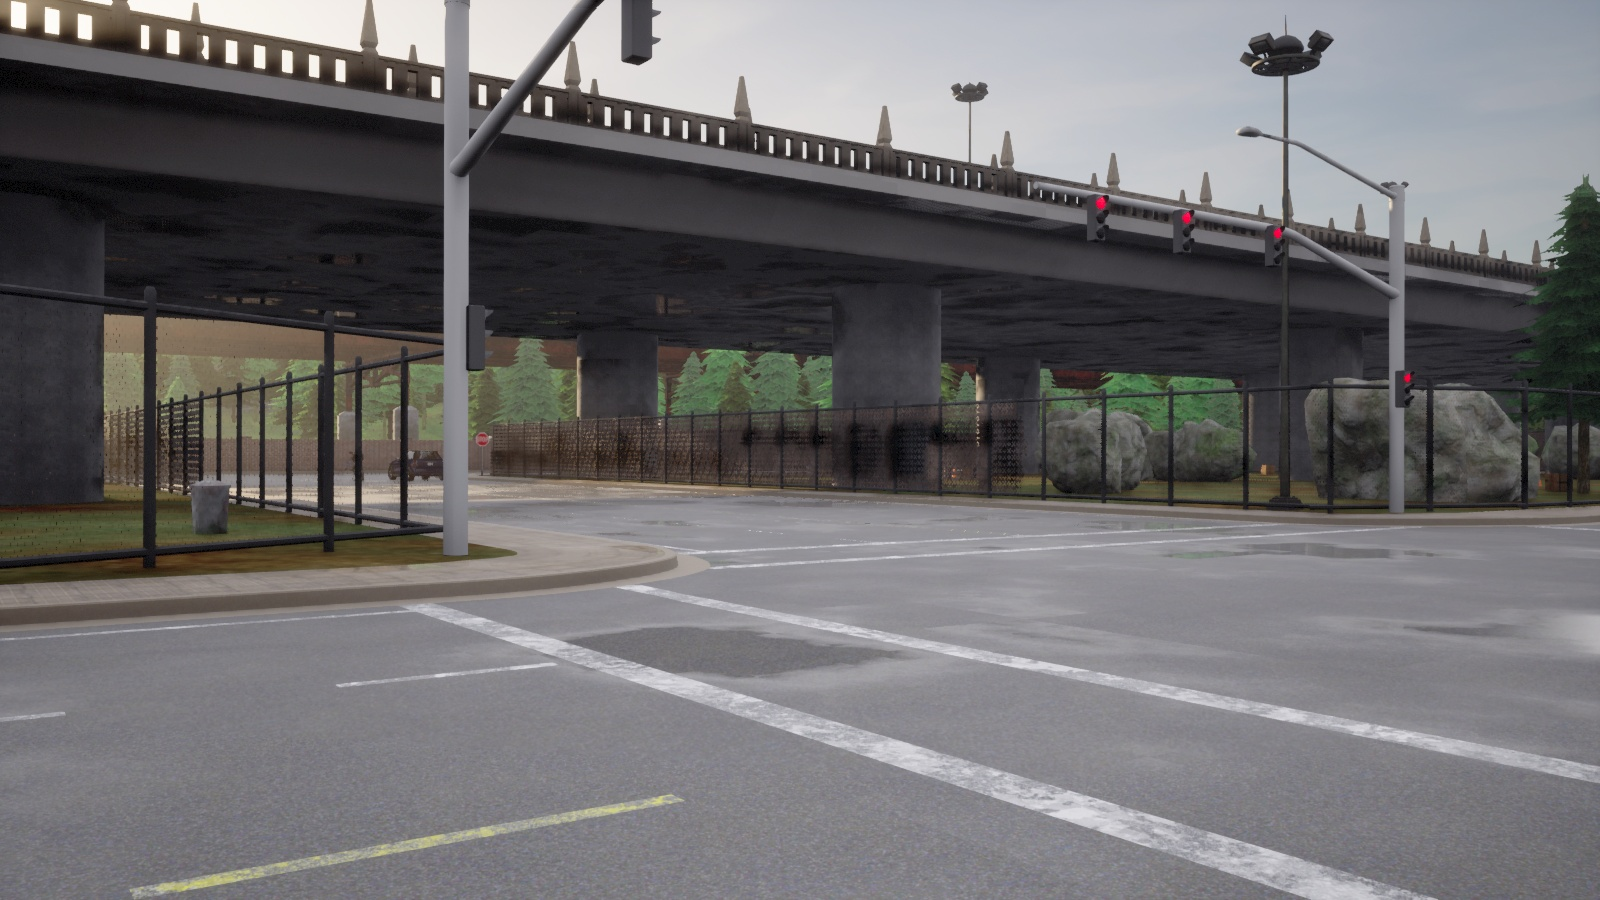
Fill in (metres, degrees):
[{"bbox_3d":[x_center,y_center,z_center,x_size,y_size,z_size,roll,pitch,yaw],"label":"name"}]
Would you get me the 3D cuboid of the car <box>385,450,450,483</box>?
[{"bbox_3d":[-21.011,0.872,68.921,2.097,1.767,4.553,0,0,-35],"label":"car"}]
